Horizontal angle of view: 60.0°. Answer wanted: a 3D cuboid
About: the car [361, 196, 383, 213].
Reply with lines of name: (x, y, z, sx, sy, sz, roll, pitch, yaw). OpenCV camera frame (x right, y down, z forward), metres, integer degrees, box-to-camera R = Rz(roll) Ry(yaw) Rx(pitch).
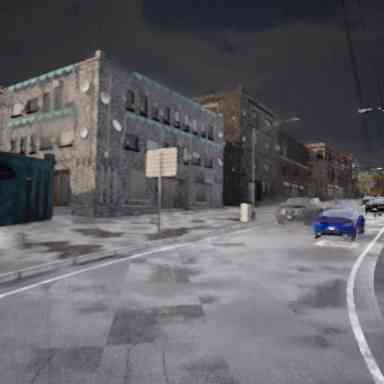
car: (19.500, 1.508, 35.064, 1.882, 1.535, 5.008, -1, 0, 34)

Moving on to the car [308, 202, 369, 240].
car: (7.790, 1.533, 17.418, 1.882, 1.535, 5.008, -1, -1, 33)

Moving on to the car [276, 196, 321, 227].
car: (8.032, 1.323, 24.513, 2.150, 2.045, 5.566, -1, 0, 34)
